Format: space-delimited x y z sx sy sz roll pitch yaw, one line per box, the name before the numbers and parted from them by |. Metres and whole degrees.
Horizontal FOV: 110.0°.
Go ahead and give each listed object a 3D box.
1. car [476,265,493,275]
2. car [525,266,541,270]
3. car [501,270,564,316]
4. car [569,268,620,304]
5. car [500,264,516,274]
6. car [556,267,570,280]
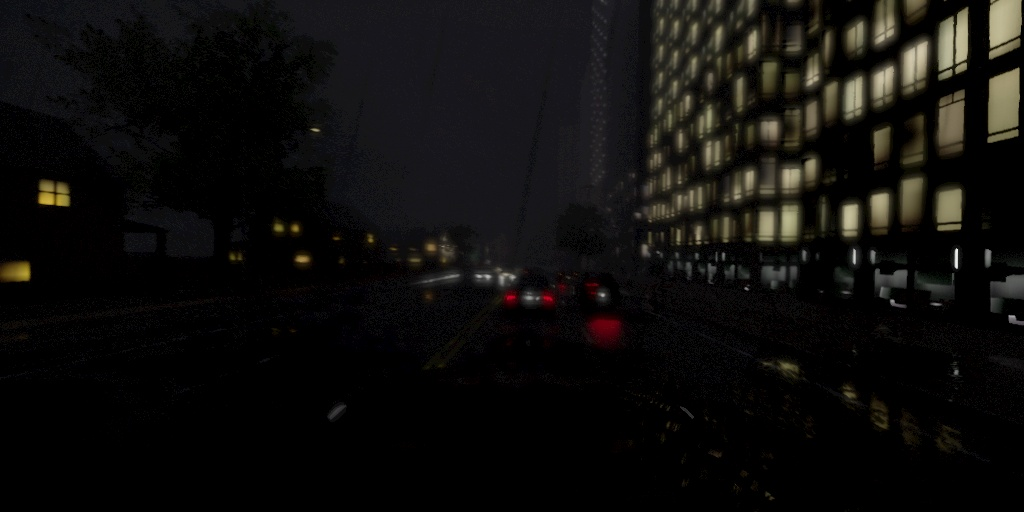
car | -3.722 1.924 49.867 1.994 1.385 4.181 1 -1 4
car | 1.975 1.712 33.912 2.128 1.511 4.902 1 -1 4
car | 0.745 1.477 14.315 2.033 1.411 5.357 1 -1 4
car | 4.289 1.551 18.673 1.837 1.490 4.892 1 -1 4
car | -0.466 1.919 49.874 1.837 1.490 4.892 1 -1 4
car | 5.281 1.811 34.677 1.812 1.442 4.674 1 -1 4
